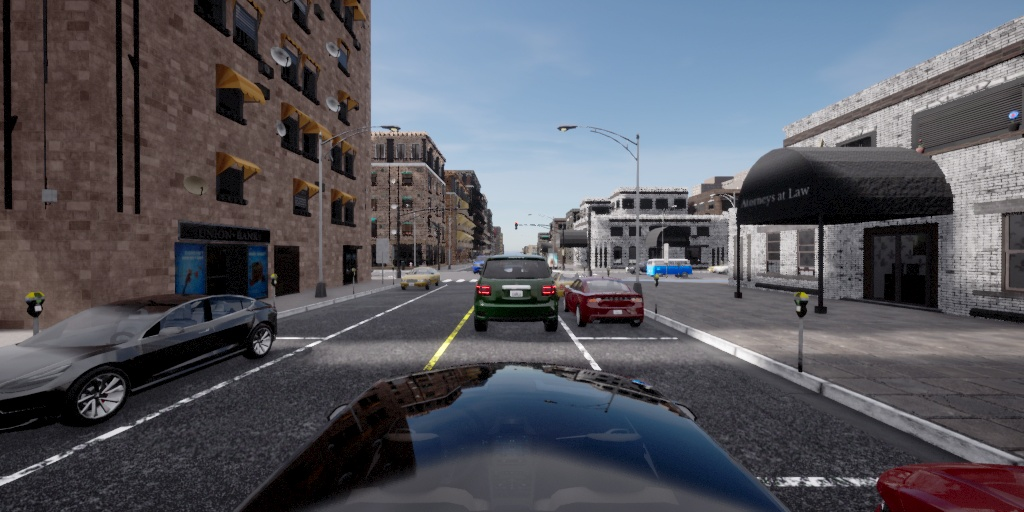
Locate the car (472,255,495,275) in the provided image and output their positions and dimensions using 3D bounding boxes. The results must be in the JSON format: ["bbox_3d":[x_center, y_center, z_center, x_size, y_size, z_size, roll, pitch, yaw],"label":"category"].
[{"bbox_3d":[-3.047,0.962,39.766,2.150,2.045,5.566,0,0,0],"label":"car"}]

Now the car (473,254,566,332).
[{"bbox_3d":[0.109,0.972,11.042,2.150,2.045,5.566,0,0,0],"label":"car"}]

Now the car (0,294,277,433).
[{"bbox_3d":[-5.686,1.315,5.689,1.948,1.339,4.313,0,0,0],"label":"car"}]

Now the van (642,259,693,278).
[{"bbox_3d":[14.697,1.166,33.517,3.998,1.789,1.690,0,0,0],"label":"van"}]

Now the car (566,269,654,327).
[{"bbox_3d":[2.702,1.295,11.369,1.888,1.381,4.507,0,0,0],"label":"car"}]

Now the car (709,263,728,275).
[{"bbox_3d":[24.817,1.414,39.367,4.718,1.301,1.895,0,0,0],"label":"car"}]

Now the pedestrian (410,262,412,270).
[{"bbox_3d":[-12.574,1.215,44.671,0.500,1.100,0.500,0,0,0],"label":"pedestrian"}]

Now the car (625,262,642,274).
[{"bbox_3d":[14.975,1.279,39.317,4.902,1.511,2.128,0,0,-2],"label":"car"}]

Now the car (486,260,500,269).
[{"bbox_3d":[-3.018,1.344,56.761,1.994,1.385,4.181,0,0,0],"label":"car"}]

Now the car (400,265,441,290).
[{"bbox_3d":[-5.664,1.279,22.608,1.751,1.417,4.829,0,0,0],"label":"car"}]

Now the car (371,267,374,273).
[{"bbox_3d":[-16.436,1.346,35.912,4.718,1.301,1.895,0,0,0],"label":"car"}]
